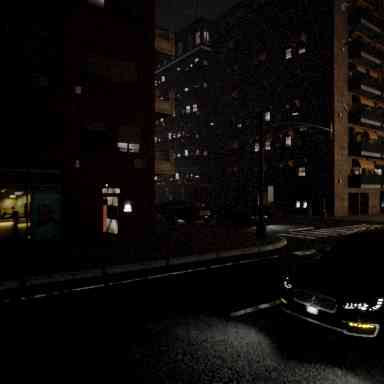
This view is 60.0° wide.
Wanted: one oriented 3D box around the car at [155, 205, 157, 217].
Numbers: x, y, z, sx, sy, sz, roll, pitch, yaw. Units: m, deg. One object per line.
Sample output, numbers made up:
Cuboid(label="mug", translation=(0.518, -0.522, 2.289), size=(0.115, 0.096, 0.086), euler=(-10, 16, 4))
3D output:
Cuboid(label="car", translation=(-2.340, 1.861, 34.266), size=(1.837, 1.490, 4.892), euler=(0, -1, -37))

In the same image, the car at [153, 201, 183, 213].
Cuboid(label="car", translation=(-3.343, 2.025, 45.600), size=(2.008, 1.369, 4.403), euler=(-1, 0, -36))

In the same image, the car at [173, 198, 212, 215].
Cuboid(label="car", translation=(-0.048, 1.719, 41.116), size=(2.192, 1.841, 5.009), euler=(-1, 0, -36))

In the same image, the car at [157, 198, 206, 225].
Cuboid(label="car", translation=(-0.434, 1.586, 27.049), size=(2.192, 1.841, 5.009), euler=(-1, 0, -36))

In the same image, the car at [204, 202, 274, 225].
Cuboid(label="car", translation=(3.536, 1.779, 26.338), size=(2.033, 1.411, 5.357), euler=(0, -1, -34))

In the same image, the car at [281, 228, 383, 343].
Cuboid(label="car", translation=(3.768, 1.503, 6.352), size=(4.892, 1.490, 1.837), euler=(0, 0, -35))

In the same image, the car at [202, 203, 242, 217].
Cuboid(label="car", translation=(3.256, 1.899, 36.630), size=(1.947, 1.339, 4.313), euler=(-1, 0, -36))

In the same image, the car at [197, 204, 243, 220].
Cuboid(label="car", translation=(2.671, 1.901, 32.730), size=(1.895, 1.301, 4.718), euler=(0, -1, -35))

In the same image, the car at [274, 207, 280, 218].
Cuboid(label="car", translation=(6.556, 1.844, 32.146), size=(1.802, 1.307, 4.206), euler=(-1, 0, -36))
